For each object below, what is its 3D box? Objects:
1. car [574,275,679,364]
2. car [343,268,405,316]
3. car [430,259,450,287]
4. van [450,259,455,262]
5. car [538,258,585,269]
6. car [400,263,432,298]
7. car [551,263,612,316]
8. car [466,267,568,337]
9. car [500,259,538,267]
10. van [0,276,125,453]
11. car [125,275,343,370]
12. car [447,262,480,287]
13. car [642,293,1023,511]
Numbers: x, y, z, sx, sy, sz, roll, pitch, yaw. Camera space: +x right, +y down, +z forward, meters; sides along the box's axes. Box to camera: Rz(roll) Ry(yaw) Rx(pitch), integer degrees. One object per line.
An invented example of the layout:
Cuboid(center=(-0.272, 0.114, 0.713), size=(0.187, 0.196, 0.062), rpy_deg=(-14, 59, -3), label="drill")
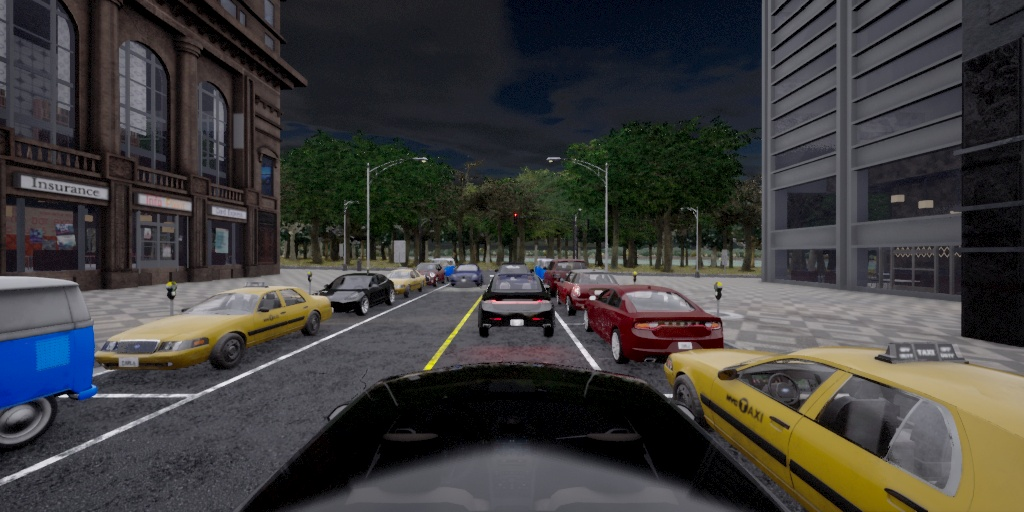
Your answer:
Cuboid(center=(2.769, 1.295, 7.956), size=(1.888, 1.381, 4.507), rpy_deg=(0, 0, 0), label="car")
Cuboid(center=(-5.749, 1.316, 13.403), size=(1.948, 1.339, 4.313), rpy_deg=(0, 0, 0), label="car")
Cuboid(center=(-5.736, 1.192, 24.278), size=(1.967, 1.591, 4.097), rpy_deg=(0, 0, 0), label="car")
Cuboid(center=(-5.729, 1.095, 29.716), size=(1.690, 1.789, 3.998), rpy_deg=(0, 0, 0), label="van")
Cuboid(center=(2.783, 1.066, 18.831), size=(2.192, 1.841, 5.009), rpy_deg=(0, 0, 0), label="car")
Cuboid(center=(-5.743, 1.277, 18.671), size=(1.751, 1.417, 4.829), rpy_deg=(0, 0, 0), label="car")
Cuboid(center=(2.776, 1.190, 13.393), size=(1.967, 1.591, 4.097), rpy_deg=(0, 0, 0), label="car")
Cuboid(center=(0.111, 1.242, 10.269), size=(2.128, 1.511, 4.902), rpy_deg=(0, 0, 0), label="car")
Cuboid(center=(0.122, 1.104, 19.234), size=(2.097, 1.767, 4.553), rpy_deg=(0, 0, 1), label="car")
Cuboid(center=(-5.762, 1.091, 2.529), size=(1.690, 1.789, 3.998), rpy_deg=(0, 0, 0), label="van")
Cuboid(center=(-5.756, 1.275, 7.796), size=(1.751, 1.417, 4.829), rpy_deg=(0, 0, 0), label="car")
Cuboid(center=(-2.995, 1.278, 24.728), size=(1.812, 1.442, 4.674), rpy_deg=(0, 0, 1), label="car")
Cuboid(center=(2.763, 1.275, 2.688), size=(1.751, 1.417, 4.829), rpy_deg=(0, 0, 0), label="car")
